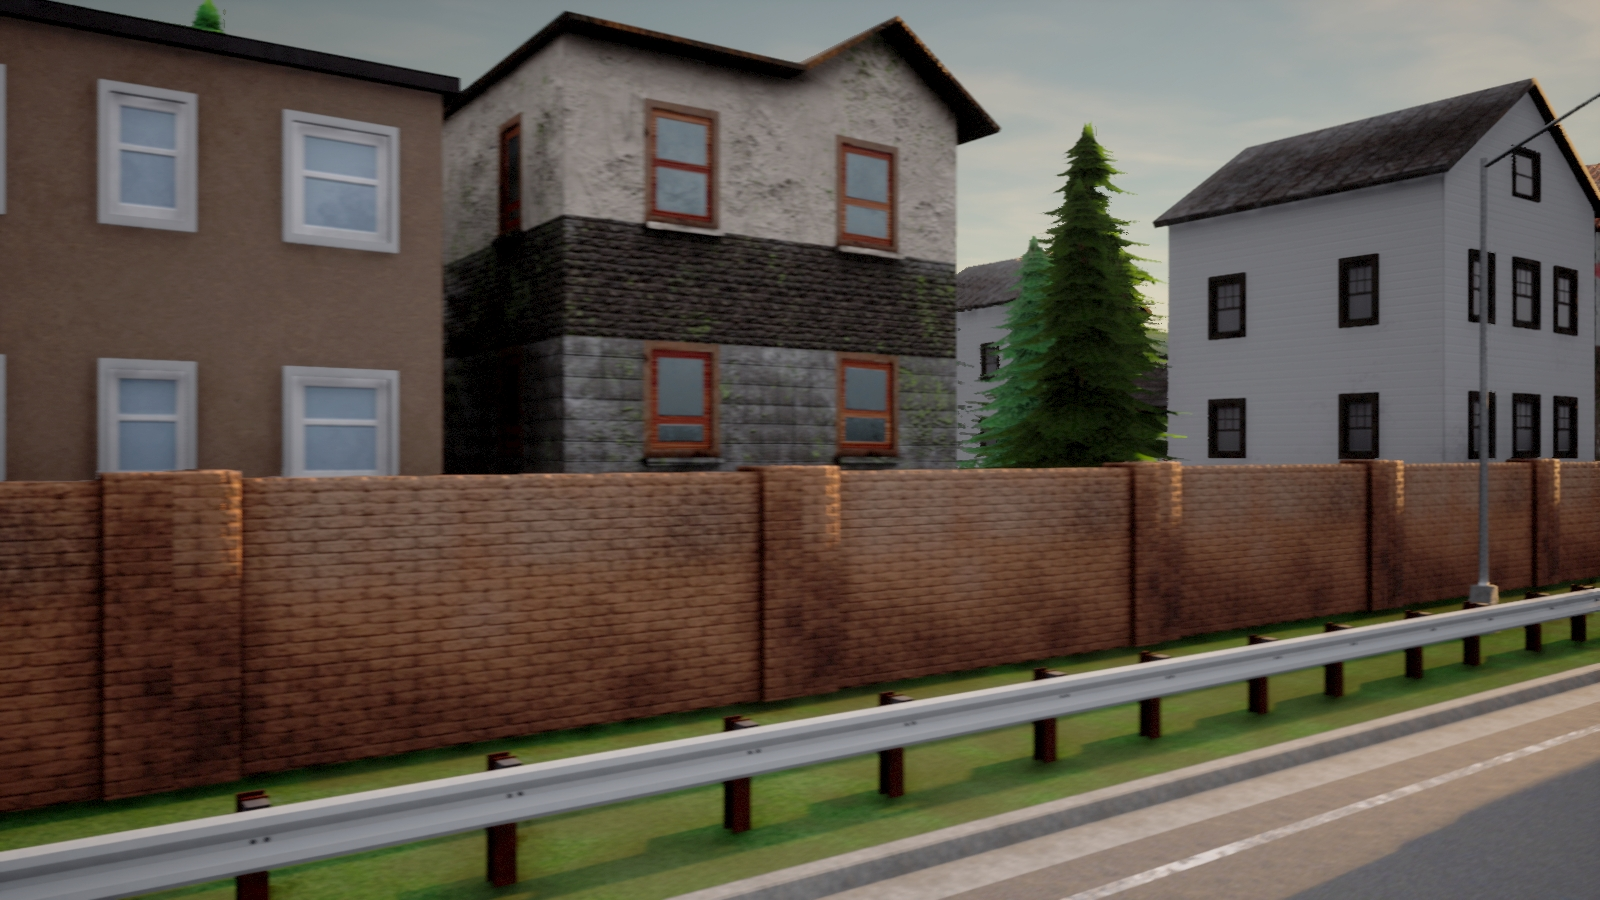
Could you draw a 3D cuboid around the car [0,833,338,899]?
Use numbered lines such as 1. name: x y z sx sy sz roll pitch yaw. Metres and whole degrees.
1. car: -2.986 2.040 1.698 4.514 1.525 2.007 0 0 -35
